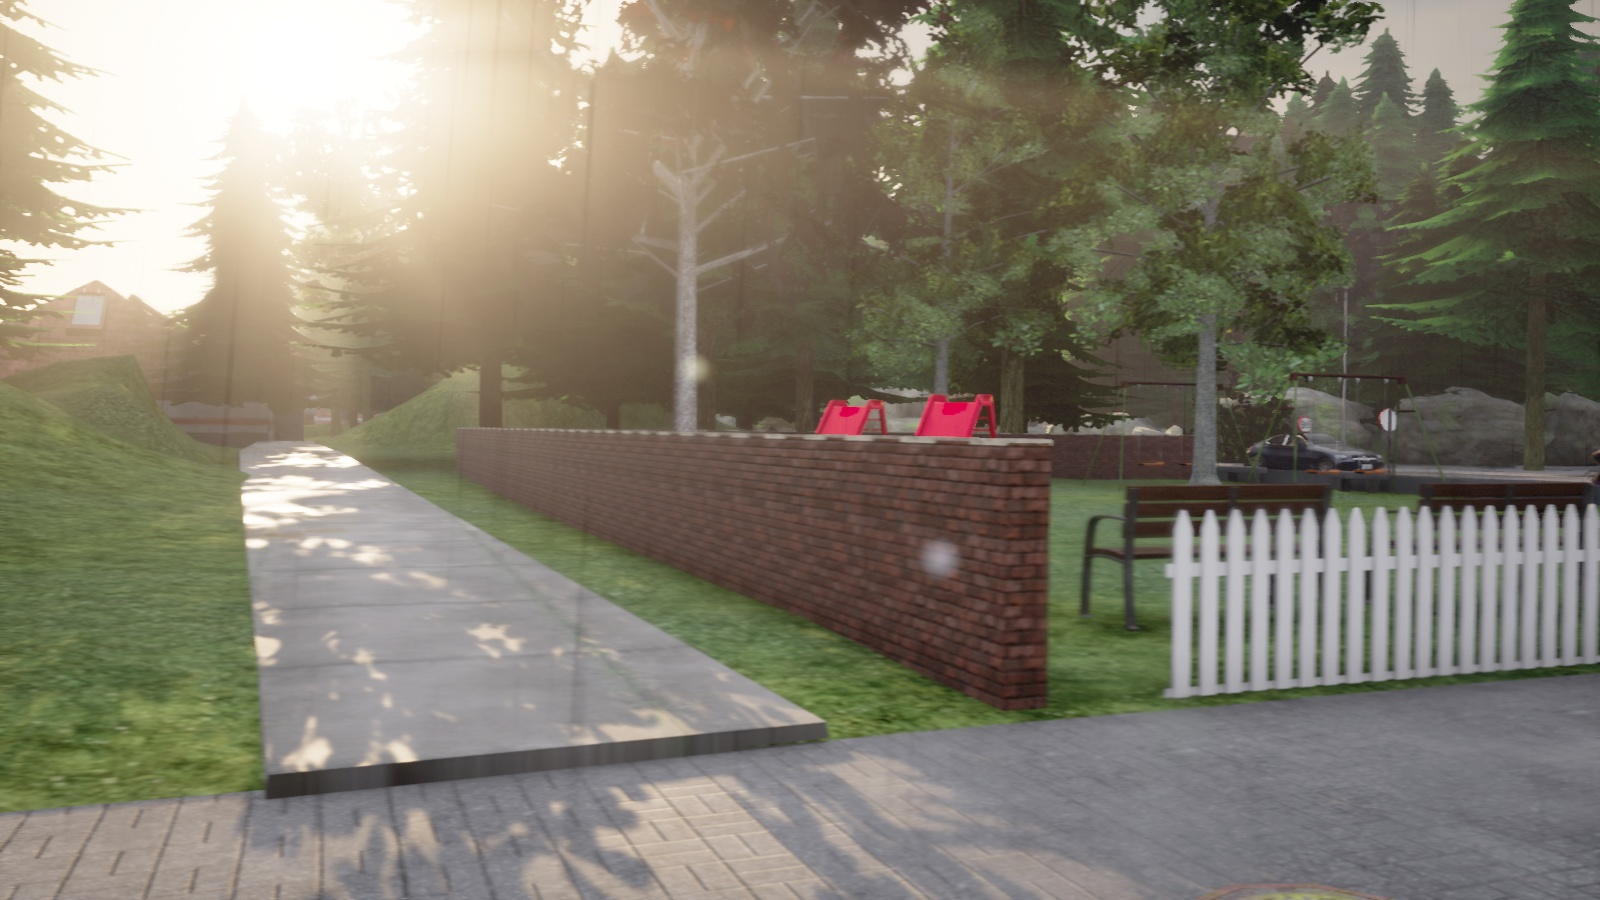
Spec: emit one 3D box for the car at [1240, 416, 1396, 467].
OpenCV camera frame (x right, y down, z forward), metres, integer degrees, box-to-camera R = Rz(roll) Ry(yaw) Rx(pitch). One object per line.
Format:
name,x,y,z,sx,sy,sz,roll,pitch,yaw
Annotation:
car,17.818,-0.324,43.492,2.152,1.651,5.027,-1,1,-21
